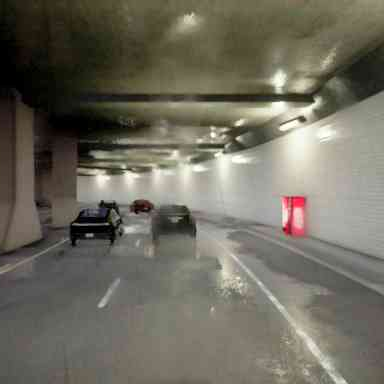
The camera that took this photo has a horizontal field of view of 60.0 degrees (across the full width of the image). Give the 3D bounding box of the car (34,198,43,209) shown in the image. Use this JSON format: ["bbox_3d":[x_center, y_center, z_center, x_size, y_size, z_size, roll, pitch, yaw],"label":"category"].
[{"bbox_3d":[-20.875,1.550,44.163,2.033,1.411,5.357,0,0,-28],"label":"car"}]

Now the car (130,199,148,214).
[{"bbox_3d":[-5.312,1.479,34.929,1.882,1.535,5.008,0,0,-19],"label":"car"}]

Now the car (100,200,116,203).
[{"bbox_3d":[-8.446,1.493,33.254,2.128,1.511,4.902,0,0,-19],"label":"car"}]

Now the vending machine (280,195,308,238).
[{"bbox_3d":[5.081,1.196,16.592,1.100,2.100,0.880,0,0,-7],"label":"vending machine"}]

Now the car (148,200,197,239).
[{"bbox_3d":[-1.078,1.353,17.461,2.097,1.767,4.553,0,0,-8],"label":"car"}]

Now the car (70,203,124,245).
[{"bbox_3d":[-4.315,1.492,15.531,2.128,1.511,4.902,0,0,-7],"label":"car"}]
